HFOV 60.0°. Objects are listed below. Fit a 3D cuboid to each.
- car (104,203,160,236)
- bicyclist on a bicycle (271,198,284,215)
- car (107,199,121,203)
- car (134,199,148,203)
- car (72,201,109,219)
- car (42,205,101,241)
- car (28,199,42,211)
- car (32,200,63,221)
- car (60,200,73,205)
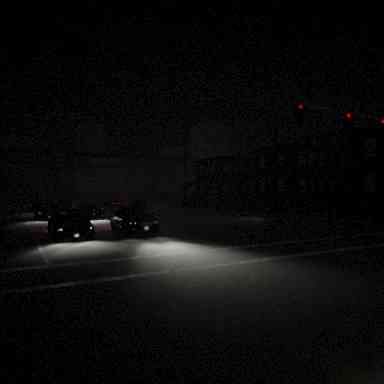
[{"bbox_3d":[-3.414,1.616,19.390,2.128,1.511,4.902,0,0,-26],"label":"car"},{"bbox_3d":[8.318,1.433,32.366,1.656,1.620,0.582,0,0,-28],"label":"bicyclist on a bicycle"},{"bbox_3d":[-12.049,1.839,50.313,1.837,1.490,4.892,0,-1,-30],"label":"car"},{"bbox_3d":[-7.883,1.841,50.651,1.812,1.442,4.674,0,0,-25],"label":"car"},{"bbox_3d":[-9.402,1.779,30.542,1.994,1.385,4.181,0,0,-28],"label":"car"},{"bbox_3d":[-6.689,1.682,18.062,2.033,1.411,5.357,0,0,-28],"label":"car"},{"bbox_3d":[-20.644,1.654,44.288,1.837,1.490,4.892,0,0,-28],"label":"car"},{"bbox_3d":[-13.271,1.762,30.370,1.812,1.442,4.674,0,0,-28],"label":"car"},{"bbox_3d":[-17.475,1.822,45.780,1.882,1.535,5.008,0,-1,-28],"label":"car"}]
